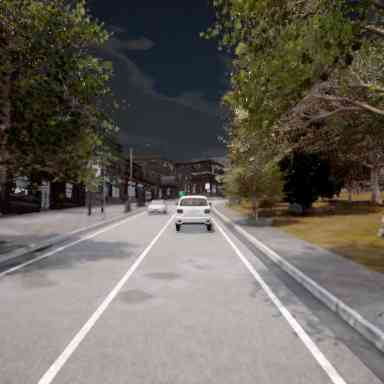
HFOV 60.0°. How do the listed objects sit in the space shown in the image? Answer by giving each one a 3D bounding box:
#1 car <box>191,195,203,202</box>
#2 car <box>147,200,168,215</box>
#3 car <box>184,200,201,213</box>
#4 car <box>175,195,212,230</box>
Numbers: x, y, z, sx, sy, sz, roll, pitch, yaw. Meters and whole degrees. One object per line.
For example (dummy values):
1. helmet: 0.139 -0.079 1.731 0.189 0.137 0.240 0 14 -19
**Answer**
1. car: 1.212 1.442 75.793 1.837 1.490 4.892 -1 0 14
2. car: -3.568 1.594 34.766 1.812 1.442 4.674 0 0 0
3. car: 0.137 1.678 39.643 1.895 1.301 4.718 0 0 1
4. car: 0.097 1.264 21.431 2.150 2.045 5.566 0 0 0
